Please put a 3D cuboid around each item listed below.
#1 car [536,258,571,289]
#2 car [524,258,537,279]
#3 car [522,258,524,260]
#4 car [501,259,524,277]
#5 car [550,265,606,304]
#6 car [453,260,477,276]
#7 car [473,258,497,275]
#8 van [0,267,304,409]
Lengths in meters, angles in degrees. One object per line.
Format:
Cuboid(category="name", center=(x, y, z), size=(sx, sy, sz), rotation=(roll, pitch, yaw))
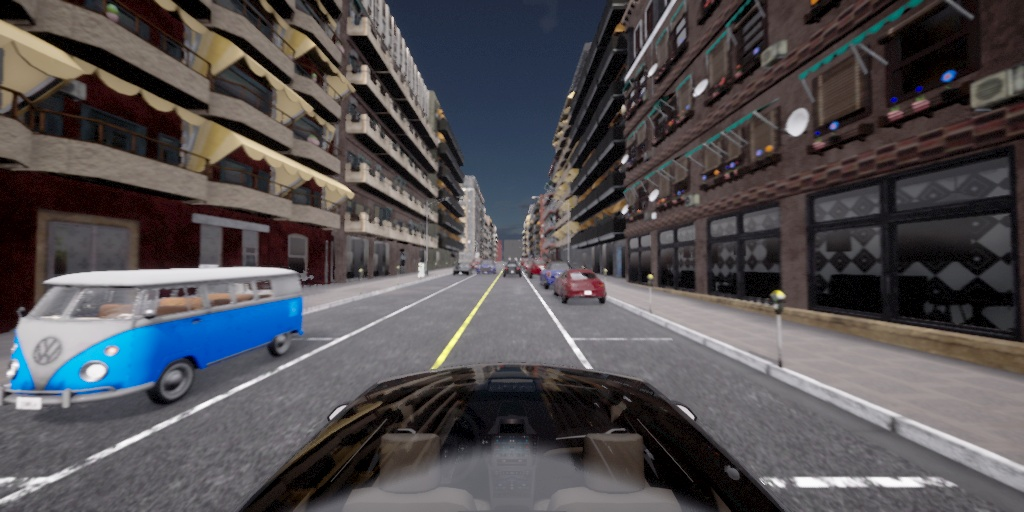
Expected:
Cuboid(category="car", center=(2.983, 1.147, 23.522), size=(2.097, 1.767, 4.553), rotation=(0, 0, 0))
Cuboid(category="car", center=(2.527, 1.137, 33.632), size=(2.192, 1.841, 5.009), rotation=(0, 0, 0))
Cuboid(category="car", center=(2.524, 1.300, 44.695), size=(1.967, 1.591, 4.097), rotation=(0, 0, 0))
Cuboid(category="car", center=(0.046, 1.358, 36.734), size=(1.812, 1.442, 4.674), rotation=(0, 0, 0))
Cuboid(category="car", center=(3.020, 1.303, 16.549), size=(1.812, 1.442, 4.674), rotation=(0, 0, 0))
Cuboid(category="car", center=(-5.323, 1.407, 39.222), size=(1.948, 1.339, 4.313), rotation=(0, 0, 0))
Cuboid(category="car", center=(-2.850, 1.199, 40.940), size=(2.097, 1.767, 4.553), rotation=(0, 0, 0))
Cuboid(category="van", center=(-5.315, 1.097, 6.038), size=(1.690, 1.789, 3.998), rotation=(0, 0, 0))
